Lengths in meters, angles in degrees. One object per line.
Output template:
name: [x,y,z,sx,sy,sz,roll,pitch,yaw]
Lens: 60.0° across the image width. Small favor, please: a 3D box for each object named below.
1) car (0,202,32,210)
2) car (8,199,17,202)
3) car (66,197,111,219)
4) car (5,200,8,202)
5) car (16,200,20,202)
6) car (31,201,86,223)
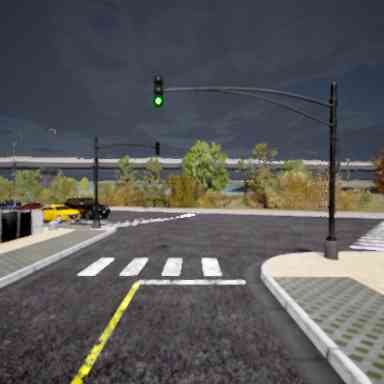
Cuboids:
car: [-19.670,2.117,36.092,4.181,1.385,1.994,-1,1,36]
car: [-30.540,2.021,56.142,4.892,1.490,1.837,-1,1,36]
car: [-10.666,1.587,33.550,5.566,2.045,2.150,-1,1,36]
car: [-28.115,2.111,46.293,4.892,1.490,1.837,0,1,36]
car: [-18.556,2.000,39.294,4.674,1.442,1.812,-1,1,36]
car: [-12.402,1.931,30.804,5.008,1.535,1.882,-1,1,36]
